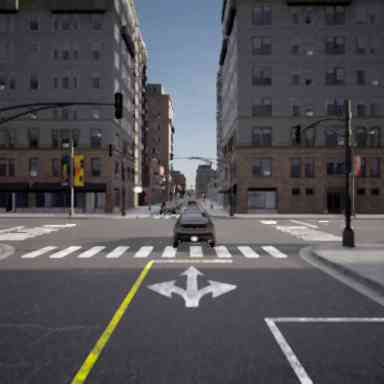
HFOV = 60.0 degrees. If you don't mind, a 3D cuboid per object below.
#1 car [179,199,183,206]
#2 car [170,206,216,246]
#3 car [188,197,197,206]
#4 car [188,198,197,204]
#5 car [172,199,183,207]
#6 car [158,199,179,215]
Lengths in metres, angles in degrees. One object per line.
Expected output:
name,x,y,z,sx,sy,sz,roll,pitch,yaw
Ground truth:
car,-2.804,2.047,50.065,1.994,1.385,4.181,0,0,0
car,0.094,1.650,15.944,1.837,1.490,4.892,0,0,0
car,0.069,2.212,71.417,1.837,1.490,4.892,0,-1,1
car,0.198,2.216,81.817,2.128,1.511,4.902,0,-1,2
car,-2.713,2.138,63.631,1.837,1.490,4.892,0,-1,0
car,-2.848,1.883,39.981,1.837,1.490,4.892,0,-1,0
